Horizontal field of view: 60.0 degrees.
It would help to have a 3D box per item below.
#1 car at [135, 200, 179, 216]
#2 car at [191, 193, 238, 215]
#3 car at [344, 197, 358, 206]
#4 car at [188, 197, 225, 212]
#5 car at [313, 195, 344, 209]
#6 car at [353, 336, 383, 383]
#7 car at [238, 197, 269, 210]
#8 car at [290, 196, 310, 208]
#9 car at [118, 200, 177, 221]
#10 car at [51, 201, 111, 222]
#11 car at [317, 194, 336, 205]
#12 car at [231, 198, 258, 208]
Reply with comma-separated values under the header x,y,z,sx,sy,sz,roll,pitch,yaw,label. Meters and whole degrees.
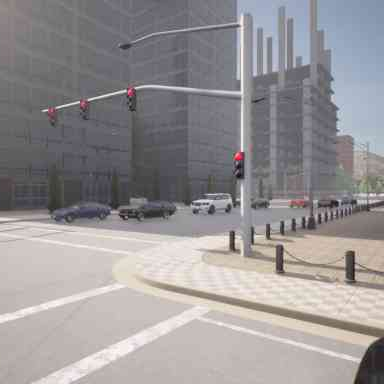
x,y,z,sx,sy,sz,roll,pitch,yaw,label
-3.355,1.508,32.656,1.994,1.385,4.181,0,0,36,car
2.144,1.166,34.294,2.150,2.045,5.566,0,0,36,car
26.104,1.492,55.252,2.033,1.411,5.357,0,0,36,car
1.785,1.436,39.784,2.128,1.511,4.902,0,0,36,car
18.220,1.432,44.303,2.128,1.511,4.902,0,-1,36,car
3.072,1.564,1.778,4.181,1.385,1.994,0,0,36,car
8.244,1.422,42.747,1.882,1.535,5.008,0,0,36,car
15.406,1.296,46.382,2.097,1.767,4.553,0,0,36,car
-3.564,1.545,26.378,1.895,1.301,4.718,0,0,36,car
-8.434,1.470,25.619,1.812,1.442,4.674,0,0,38,car
23.172,1.297,57.174,2.097,1.767,4.553,0,0,36,car
7.630,1.545,47.868,1.895,1.301,4.718,0,0,36,car
